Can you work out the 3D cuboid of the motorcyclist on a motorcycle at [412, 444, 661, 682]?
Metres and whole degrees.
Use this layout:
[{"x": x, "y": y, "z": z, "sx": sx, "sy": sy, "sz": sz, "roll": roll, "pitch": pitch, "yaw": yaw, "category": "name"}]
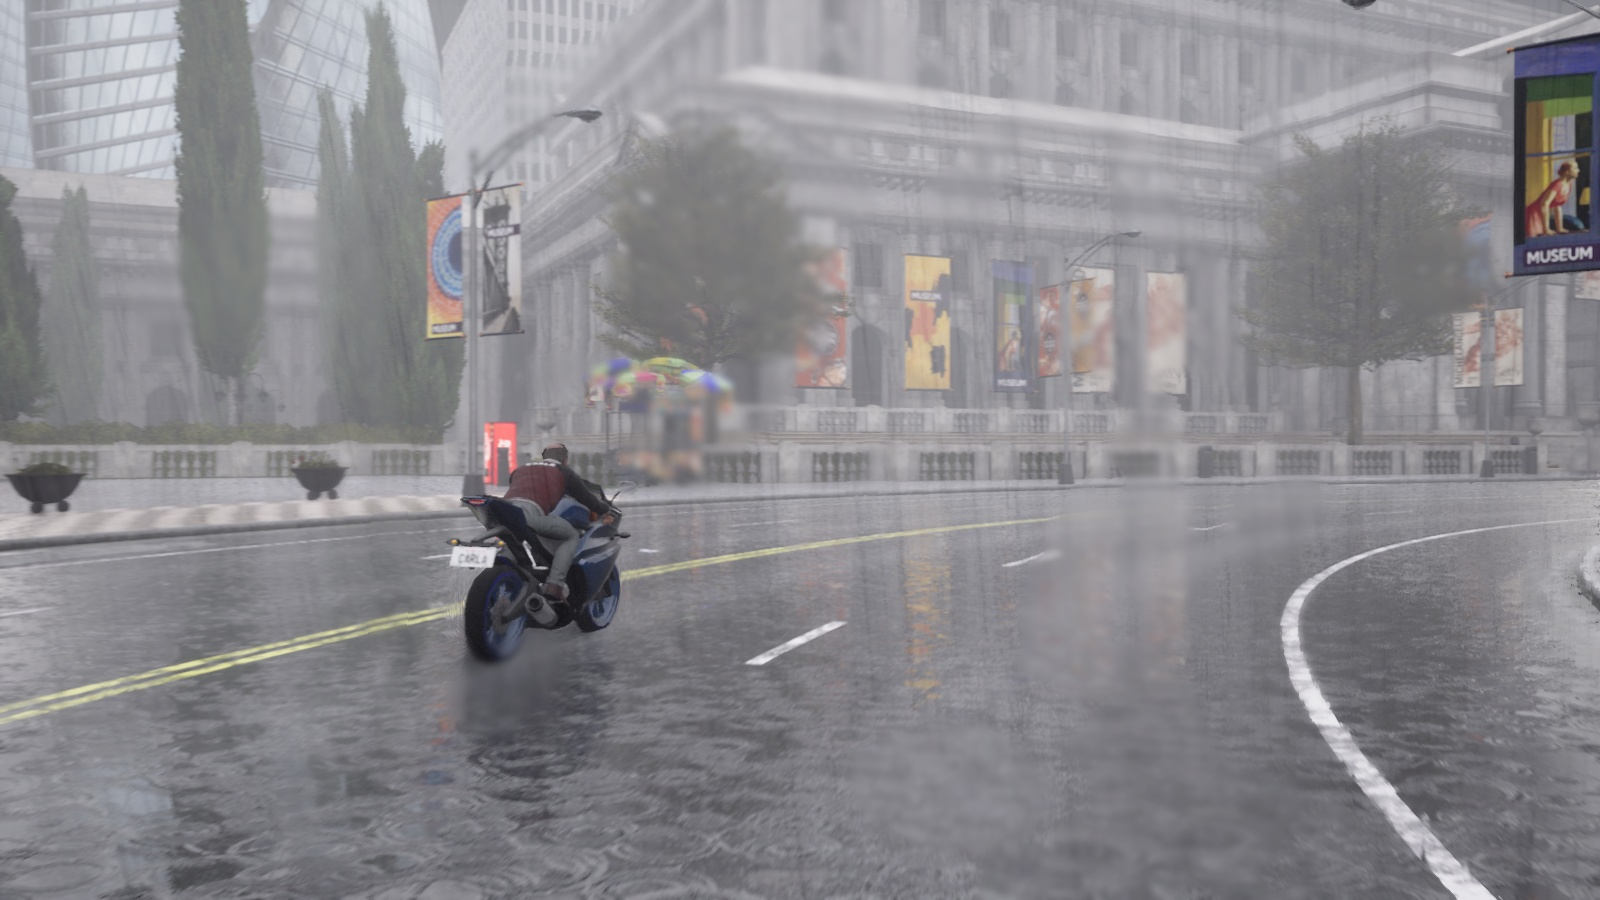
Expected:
[{"x": -1.860, "y": 0.725, "z": 9.298, "sx": 0.866, "sy": 1.530, "sz": 2.191, "roll": 1, "pitch": 0, "yaw": 16, "category": "motorcyclist on a motorcycle"}]
